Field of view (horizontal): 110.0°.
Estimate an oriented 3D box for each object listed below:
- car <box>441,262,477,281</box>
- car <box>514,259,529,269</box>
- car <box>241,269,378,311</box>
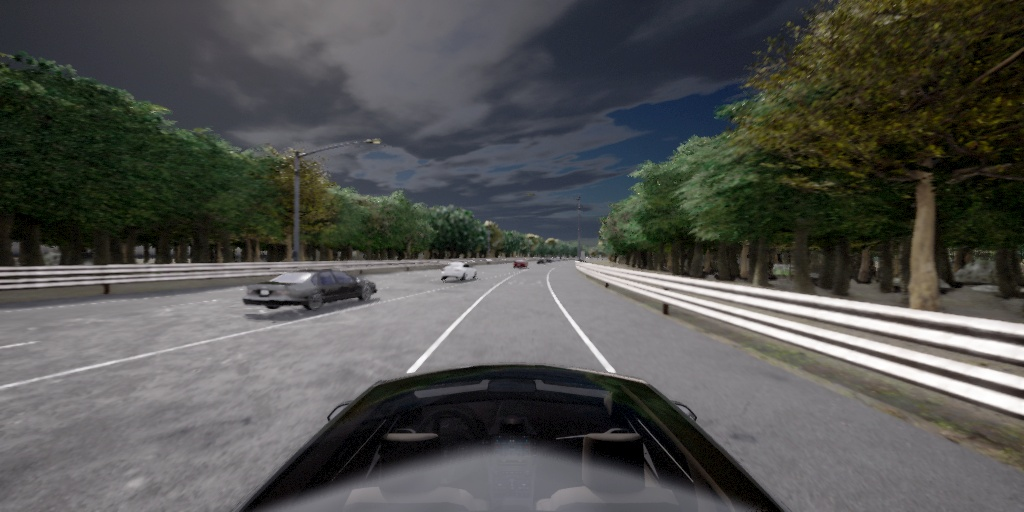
[{"bbox_3d":[-4.316,1.239,29.525,1.812,1.442,4.674,0,0,11],"label":"car"},{"bbox_3d":[1.528,1.233,58.915,1.882,1.535,5.008,0,0,11],"label":"car"},{"bbox_3d":[-7.418,1.216,13.922,2.033,1.411,5.357,0,0,11],"label":"car"}]
